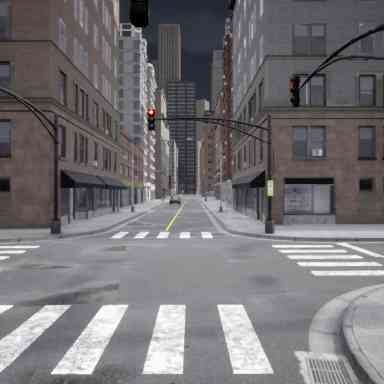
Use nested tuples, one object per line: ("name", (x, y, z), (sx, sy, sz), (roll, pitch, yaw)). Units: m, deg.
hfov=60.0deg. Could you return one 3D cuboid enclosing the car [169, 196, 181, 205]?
("car", (-2.989, 1.457, 59.635), (1.882, 1.535, 5.008), (0, 0, 0))
